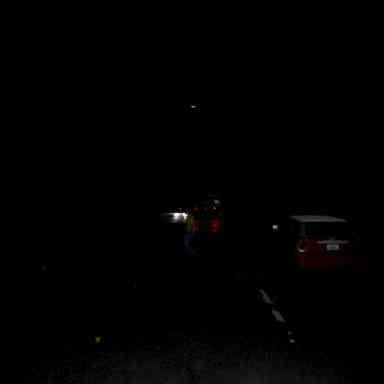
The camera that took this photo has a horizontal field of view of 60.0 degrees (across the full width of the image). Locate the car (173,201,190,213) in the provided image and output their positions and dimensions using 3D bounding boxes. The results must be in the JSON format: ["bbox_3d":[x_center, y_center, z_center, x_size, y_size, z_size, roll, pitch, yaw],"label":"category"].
[{"bbox_3d":[-1.033,1.701,38.971,1.994,1.385,4.181,0,0,6],"label":"car"}]

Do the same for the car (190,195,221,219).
[{"bbox_3d":[1.312,1.436,30.053,2.097,1.767,4.553,0,0,5],"label":"car"}]

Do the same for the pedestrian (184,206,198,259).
[{"bbox_3d":[-0.027,1.303,11.295,0.375,1.860,0.375,-1,1,-13],"label":"pedestrian"}]

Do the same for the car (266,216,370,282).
[{"bbox_3d":[3.385,1.413,9.666,1.970,1.475,3.806,0,0,2],"label":"car"}]
